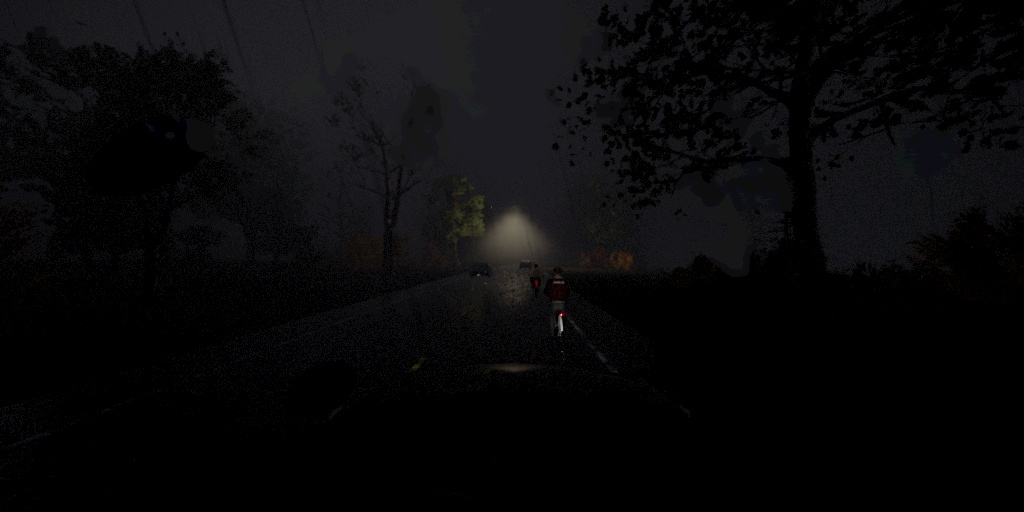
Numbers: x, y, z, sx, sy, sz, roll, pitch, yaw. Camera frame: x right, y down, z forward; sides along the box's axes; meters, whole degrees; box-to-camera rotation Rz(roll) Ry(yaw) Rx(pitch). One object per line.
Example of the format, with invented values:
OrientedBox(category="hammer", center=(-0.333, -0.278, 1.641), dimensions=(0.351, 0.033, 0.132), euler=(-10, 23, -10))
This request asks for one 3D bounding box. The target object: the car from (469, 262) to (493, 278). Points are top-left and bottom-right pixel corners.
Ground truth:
OrientedBox(category="car", center=(-2.859, 1.322, 34.458), dimensions=(2.033, 1.411, 5.357), euler=(0, 0, 2))

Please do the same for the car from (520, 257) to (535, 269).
OrientedBox(category="car", center=(2.279, 1.352, 58.755), dimensions=(2.128, 1.511, 4.902), euler=(0, 0, 4))

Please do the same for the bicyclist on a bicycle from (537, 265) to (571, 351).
OrientedBox(category="bicyclist on a bicycle", center=(1.015, 1.121, 8.146), dimensions=(0.659, 1.776, 1.843), euler=(0, 0, 1))

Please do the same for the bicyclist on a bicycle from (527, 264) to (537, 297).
OrientedBox(category="bicyclist on a bicycle", center=(1.192, 1.194, 17.897), dimensions=(0.866, 1.612, 1.509), euler=(0, 0, 1))
